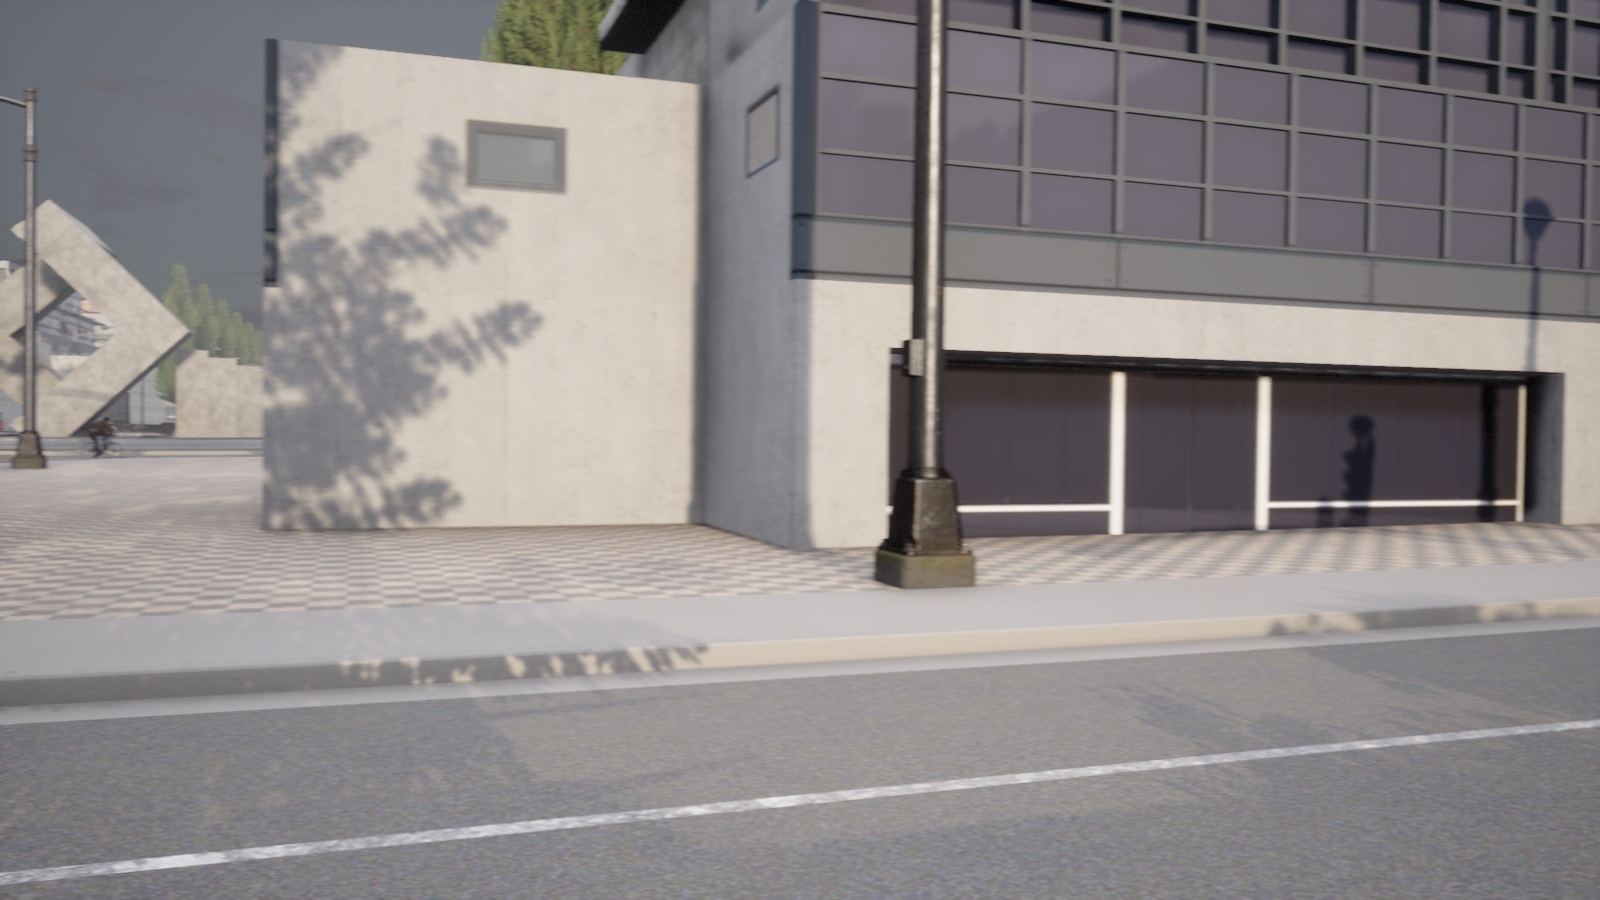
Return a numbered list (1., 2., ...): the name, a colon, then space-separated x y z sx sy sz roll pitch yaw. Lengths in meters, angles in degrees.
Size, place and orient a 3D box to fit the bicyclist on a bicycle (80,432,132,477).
1. bicyclist on a bicycle: -25.558 0.137 46.280 0.582 1.620 1.656 1 1 23
